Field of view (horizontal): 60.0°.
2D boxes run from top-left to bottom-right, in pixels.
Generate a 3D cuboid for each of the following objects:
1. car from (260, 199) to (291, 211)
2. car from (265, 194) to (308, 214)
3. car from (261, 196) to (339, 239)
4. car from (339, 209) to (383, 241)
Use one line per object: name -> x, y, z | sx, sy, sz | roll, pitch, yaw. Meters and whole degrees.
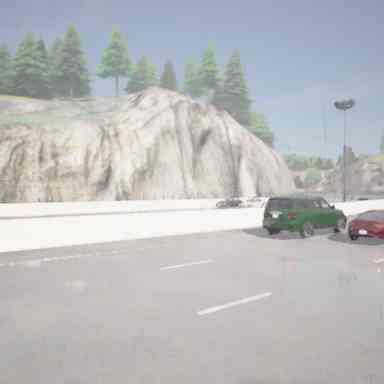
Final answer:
car -> 10.438, 1.589, 41.390 | 1.994, 1.385, 4.181 | 0, 0, 43
car -> 10.418, 1.240, 36.288 | 2.150, 2.045, 5.566 | 0, 0, 44
car -> 6.023, 1.228, 17.580 | 5.566, 2.045, 2.150 | 0, 0, -40
car -> 8.954, 1.522, 15.523 | 4.674, 1.442, 1.812 | 0, 0, -41
